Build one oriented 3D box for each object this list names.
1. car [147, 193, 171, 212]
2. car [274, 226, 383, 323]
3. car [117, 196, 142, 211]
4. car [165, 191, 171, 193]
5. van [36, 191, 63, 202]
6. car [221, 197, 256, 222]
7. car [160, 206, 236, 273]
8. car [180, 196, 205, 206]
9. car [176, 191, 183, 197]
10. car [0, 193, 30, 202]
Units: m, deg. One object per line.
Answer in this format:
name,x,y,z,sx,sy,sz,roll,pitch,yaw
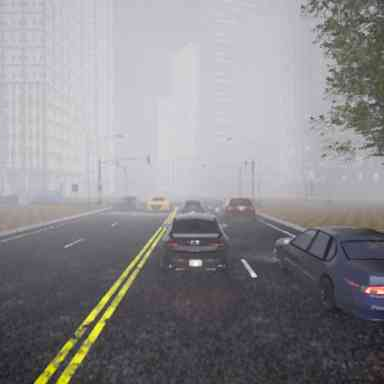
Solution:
car,-3.342,1.155,33.635,1.882,1.535,5.008,0,0,0
car,3.338,1.479,7.411,2.033,1.411,5.357,0,0,0
car,-6.575,1.138,35.423,1.882,1.535,5.008,0,0,0
car,-6.790,0.512,93.545,1.837,1.490,4.892,0,1,-1
van,-22.749,0.688,53.135,3.998,1.788,1.690,0,1,1
car,3.305,1.123,24.354,2.097,1.767,4.553,0,1,0
car,0.082,1.410,10.302,1.837,1.490,4.892,0,1,0
car,0.053,1.280,26.035,1.812,1.442,4.674,0,1,0
car,-3.542,0.534,93.681,1.812,1.442,4.674,0,1,-1
car,-28.289,0.866,53.173,4.507,1.381,1.887,0,1,1
